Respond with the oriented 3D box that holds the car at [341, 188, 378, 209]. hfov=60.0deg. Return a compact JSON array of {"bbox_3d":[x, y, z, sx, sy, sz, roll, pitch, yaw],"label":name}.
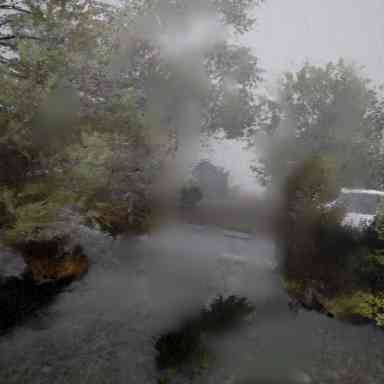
[{"bbox_3d":[5.709,1.102,8.532,5.566,2.045,2.150,7,0,16],"label":"car"}]
